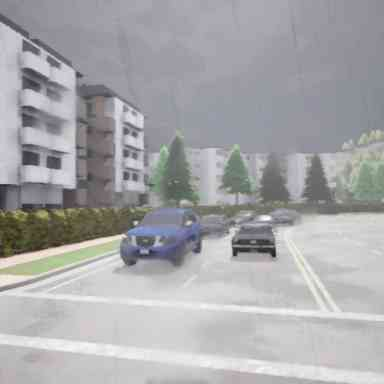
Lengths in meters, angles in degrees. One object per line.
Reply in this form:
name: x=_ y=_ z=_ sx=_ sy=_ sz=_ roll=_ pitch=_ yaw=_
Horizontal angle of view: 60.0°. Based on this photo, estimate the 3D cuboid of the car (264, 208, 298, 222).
car: x=11.224 y=2.864 z=41.816 sx=2.128 sy=1.511 sz=4.902 roll=-3 pitch=-3 yaw=40

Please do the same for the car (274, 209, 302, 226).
car: x=9.861 y=2.610 z=33.919 sx=1.837 sy=1.490 sz=4.892 roll=-2 pitch=-2 yaw=32

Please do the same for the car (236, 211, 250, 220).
car: x=5.405 y=2.630 z=33.148 sx=2.128 sy=1.511 sz=4.902 roll=-2 pitch=-2 yaw=29

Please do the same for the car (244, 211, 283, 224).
car: x=5.438 y=2.383 z=24.800 sx=2.033 sy=1.411 sz=5.357 roll=-1 pitch=-2 yaw=17

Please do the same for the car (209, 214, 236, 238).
car: x=1.552 y=2.348 z=23.530 sx=1.837 sy=1.490 sz=4.892 roll=-1 pitch=-2 yaw=17

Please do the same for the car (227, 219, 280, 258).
car: x=2.980 y=2.132 z=15.477 sx=1.895 sy=1.301 sz=4.718 roll=-1 pitch=-2 yaw=14

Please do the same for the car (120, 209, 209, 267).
car: x=-0.981 y=1.752 z=13.952 sx=2.150 sy=2.045 sz=5.566 roll=-1 pitch=-2 yaw=13
